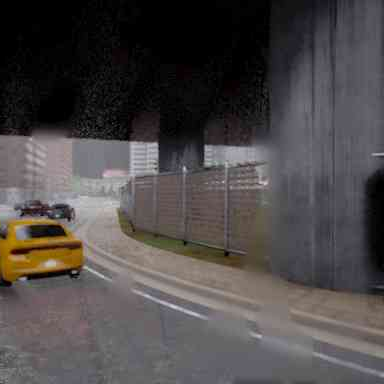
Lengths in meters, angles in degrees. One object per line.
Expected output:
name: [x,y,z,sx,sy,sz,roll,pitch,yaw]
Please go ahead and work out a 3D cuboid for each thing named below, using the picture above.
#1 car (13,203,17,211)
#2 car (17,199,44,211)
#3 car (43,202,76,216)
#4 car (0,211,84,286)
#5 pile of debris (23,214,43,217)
car: [-22.329,1.800,44.444,1.837,1.490,4.892,1,-1,-13]
car: [-16.349,1.592,34.978,2.097,1.767,4.553,1,-1,-14]
car: [-11.309,1.741,28.832,1.812,1.442,4.674,1,-1,-14]
car: [-4.753,1.547,9.849,1.882,1.535,5.008,0,0,-35]
pile of debris: [-16.317,2.409,34.299,1.500,0.140,1.860,1,-1,-13]
